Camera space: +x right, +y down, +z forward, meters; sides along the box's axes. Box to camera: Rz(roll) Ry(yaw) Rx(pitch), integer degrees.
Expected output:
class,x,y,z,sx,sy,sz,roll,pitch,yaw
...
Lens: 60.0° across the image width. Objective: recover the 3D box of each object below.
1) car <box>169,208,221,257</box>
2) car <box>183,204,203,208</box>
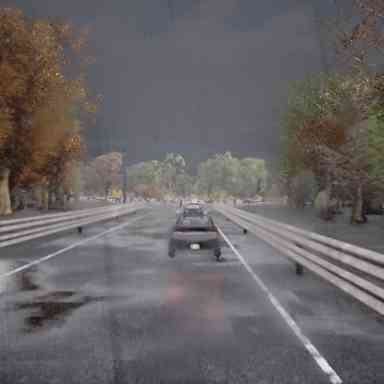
class,x,y,z,sx,sy,sz,roll,pitch,yaw
car,0.100,1.627,13.564,2.128,1.511,4.902,0,0,0
car,0.099,1.835,31.622,1.812,1.442,4.674,0,-1,0
